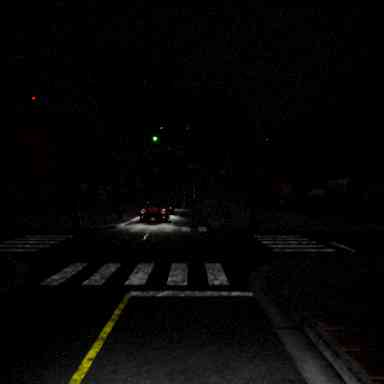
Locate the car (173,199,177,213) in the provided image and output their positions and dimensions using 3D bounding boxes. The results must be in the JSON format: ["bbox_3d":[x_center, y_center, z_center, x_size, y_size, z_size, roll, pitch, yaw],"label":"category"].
[{"bbox_3d":[-2.977,1.785,36.975,1.895,1.301,4.718,0,0,0],"label":"car"}]

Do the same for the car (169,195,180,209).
[{"bbox_3d":[-3.014,1.520,51.444,2.150,2.045,5.566,0,0,0],"label":"car"}]

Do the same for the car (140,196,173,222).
[{"bbox_3d":[-2.941,1.467,27.092,2.097,1.767,4.553,0,0,0],"label":"car"}]

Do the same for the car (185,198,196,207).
[{"bbox_3d":[-0.204,1.893,58.753,1.812,1.442,4.674,0,-1,0],"label":"car"}]

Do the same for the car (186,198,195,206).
[{"bbox_3d":[-0.239,1.974,68.768,1.837,1.490,4.892,0,-1,0],"label":"car"}]
